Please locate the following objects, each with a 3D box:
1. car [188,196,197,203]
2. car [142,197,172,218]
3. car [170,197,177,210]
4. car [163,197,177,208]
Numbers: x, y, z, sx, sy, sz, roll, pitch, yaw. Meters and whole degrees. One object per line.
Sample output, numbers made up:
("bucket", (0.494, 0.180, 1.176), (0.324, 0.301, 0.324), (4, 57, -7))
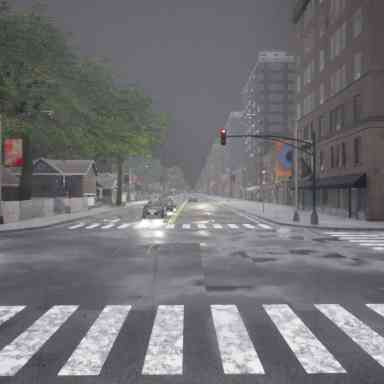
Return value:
("car", (0.195, 1.546, 70.202), (2.128, 1.511, 4.902), (0, 0, 0))
("car", (-3.303, 1.504, 30.073), (2.128, 1.511, 4.902), (0, 0, 0))
("car", (-3.286, 1.372, 39.807), (2.097, 1.767, 4.553), (0, 0, 0))
("car", (-3.266, 1.554, 49.765), (1.812, 1.442, 4.674), (0, 0, 0))
